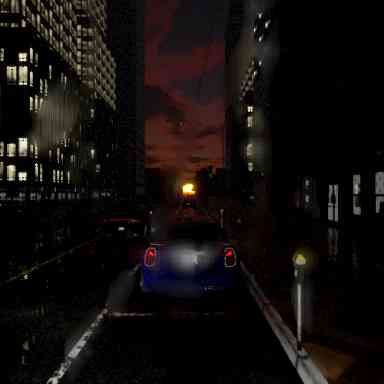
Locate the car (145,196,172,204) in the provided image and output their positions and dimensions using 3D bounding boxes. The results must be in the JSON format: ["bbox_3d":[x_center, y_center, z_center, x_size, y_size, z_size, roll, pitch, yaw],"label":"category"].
[{"bbox_3d":[-3.049,1.481,33.132,2.128,1.511,4.902,0,0,0],"label":"car"}]

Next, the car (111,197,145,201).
[{"bbox_3d":[-6.241,1.536,33.220,2.033,1.411,5.357,0,0,0],"label":"car"}]

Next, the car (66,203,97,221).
[{"bbox_3d":[-8.832,1.575,27.183,1.802,1.307,4.206,0,0,0],"label":"car"}]

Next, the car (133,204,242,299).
[{"bbox_3d":[-0.032,1.352,8.619,2.097,1.767,4.553,0,0,0],"label":"car"}]

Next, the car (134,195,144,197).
[{"bbox_3d":[-8.833,1.523,49.953,1.887,1.381,4.507,0,0,0],"label":"car"}]

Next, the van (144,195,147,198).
[{"bbox_3d":[-8.832,1.315,55.646,1.690,1.788,3.998,0,0,0],"label":"van"}]

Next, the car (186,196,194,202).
[{"bbox_3d":[-0.452,1.533,78.399,1.802,1.307,4.206,0,0,0],"label":"car"}]

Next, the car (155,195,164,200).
[{"bbox_3d":[-8.832,1.504,89.799,1.947,1.339,4.313,0,0,0],"label":"car"}]

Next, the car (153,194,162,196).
[{"bbox_3d":[-8.832,1.391,78.413,1.967,1.590,4.097,0,0,0],"label":"car"}]

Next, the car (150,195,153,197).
[{"bbox_3d":[-8.832,1.550,61.338,1.802,1.307,4.206,0,0,0],"label":"car"}]

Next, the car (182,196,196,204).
[{"bbox_3d":[-0.452,1.548,44.248,1.947,1.339,4.313,0,0,0],"label":"car"}]

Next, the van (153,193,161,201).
[{"bbox_3d":[-8.831,1.285,84.106,1.690,1.788,3.998,0,0,0],"label":"van"}]

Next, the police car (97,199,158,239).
[{"bbox_3d":[-3.144,1.422,17.392,1.930,1.638,5.238,0,0,0],"label":"police car"}]

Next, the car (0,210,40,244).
[{"bbox_3d":[-8.833,1.563,15.800,1.947,1.339,4.313,0,0,0],"label":"car"}]
